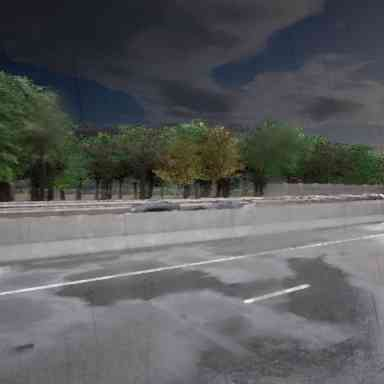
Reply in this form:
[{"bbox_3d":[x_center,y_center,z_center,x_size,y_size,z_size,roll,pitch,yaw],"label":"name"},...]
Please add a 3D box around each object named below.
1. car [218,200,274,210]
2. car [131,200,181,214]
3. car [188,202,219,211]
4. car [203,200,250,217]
[{"bbox_3d":[4.477,1.488,24.224,4.674,1.442,1.812,0,0,-35],"label":"car"},{"bbox_3d":[-3.279,1.463,30.688,4.902,1.511,2.128,0,0,-38],"label":"car"},{"bbox_3d":[2.116,1.511,26.848,5.357,1.411,2.033,0,0,-35],"label":"car"},{"bbox_3d":[3.356,1.505,31.859,4.181,1.385,1.994,0,0,-35],"label":"car"}]
